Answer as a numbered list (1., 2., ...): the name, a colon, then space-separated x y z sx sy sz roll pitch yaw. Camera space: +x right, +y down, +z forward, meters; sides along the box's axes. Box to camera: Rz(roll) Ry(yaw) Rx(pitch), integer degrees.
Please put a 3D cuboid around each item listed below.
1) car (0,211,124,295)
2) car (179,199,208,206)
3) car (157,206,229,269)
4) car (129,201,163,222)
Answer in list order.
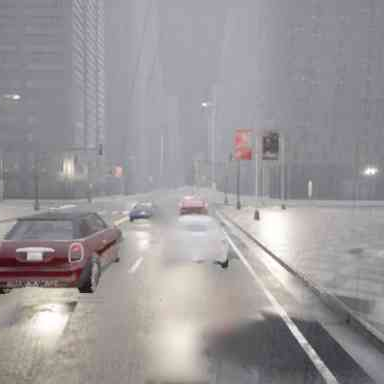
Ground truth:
1. car: -3.147 1.254 8.664 2.097 1.767 4.553 0 1 -2
2. car: 0.100 1.218 23.018 1.882 1.535 5.008 0 1 0
3. car: 0.111 1.406 10.608 1.812 1.442 4.674 0 1 0
4. car: -3.152 1.299 23.479 1.994 1.385 4.181 0 1 0
